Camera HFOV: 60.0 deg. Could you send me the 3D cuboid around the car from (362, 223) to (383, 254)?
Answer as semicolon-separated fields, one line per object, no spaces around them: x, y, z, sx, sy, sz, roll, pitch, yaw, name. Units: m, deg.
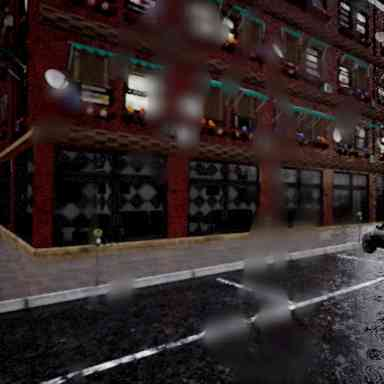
8.078;1.577;12.313;4.313;1.339;1.947;0;1;-36;car
